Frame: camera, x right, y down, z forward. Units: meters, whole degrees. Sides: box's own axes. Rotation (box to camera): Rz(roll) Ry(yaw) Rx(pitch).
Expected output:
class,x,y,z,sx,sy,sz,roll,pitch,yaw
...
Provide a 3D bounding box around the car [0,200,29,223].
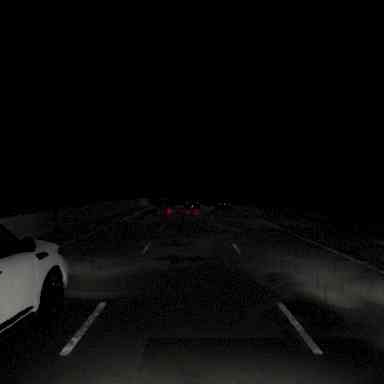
class,x,y,z,sx,sy,sz,roll,pitch,yaw
car,-14.129,1.379,24.447,1.837,1.490,4.892,0,1,0

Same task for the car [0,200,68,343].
class,x,y,z,sx,sy,sz,roll,pitch,yaw
car,-3.405,1.200,3.892,2.150,2.045,5.566,0,0,0

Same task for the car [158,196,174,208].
class,x,y,z,sx,sy,sz,roll,pitch,yaw
car,-3.454,1.307,43.579,1.812,1.442,4.674,0,0,0

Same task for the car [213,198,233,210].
class,x,y,z,sx,sy,sz,roll,pitch,yaw
car,3.552,1.352,38.361,2.033,1.411,5.357,0,0,0

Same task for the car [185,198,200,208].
class,x,y,z,sx,sy,sz,roll,pitch,yaw
car,0.047,1.386,42.228,1.895,1.301,4.718,0,0,0

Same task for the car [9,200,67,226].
class,x,y,z,sx,sy,sz,roll,pitch,yaw
car,-10.628,1.385,23.375,1.837,1.490,4.892,0,0,0
